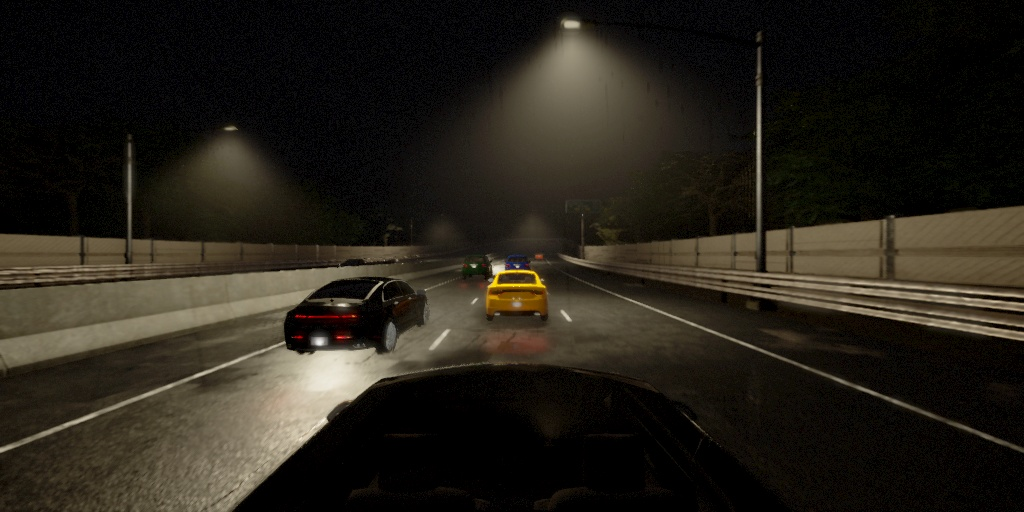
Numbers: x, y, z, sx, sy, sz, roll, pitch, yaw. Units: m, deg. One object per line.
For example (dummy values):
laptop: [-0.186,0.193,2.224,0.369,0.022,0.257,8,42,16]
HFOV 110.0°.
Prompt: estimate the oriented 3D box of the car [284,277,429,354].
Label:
car: [-3.361,1.251,8.711,1.837,1.490,4.892,0,0,0]

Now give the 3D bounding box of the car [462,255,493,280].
car: [-2.985,0.951,31.633,2.150,2.045,5.566,0,0,1]

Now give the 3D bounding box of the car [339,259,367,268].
car: [-20.215,1.120,45.851,1.837,1.490,4.892,0,1,2]

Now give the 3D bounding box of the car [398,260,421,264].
car: [-13.132,1.163,47.772,1.994,1.385,4.181,0,1,3]

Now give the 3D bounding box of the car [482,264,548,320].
car: [0.173,1.225,12.672,1.882,1.535,5.008,0,0,1]

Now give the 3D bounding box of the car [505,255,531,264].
car: [0.517,0.953,31.625,2.150,2.045,5.566,0,0,1]

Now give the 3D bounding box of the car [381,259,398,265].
car: [-16.554,1.139,49.583,1.994,1.385,4.181,0,1,3]
